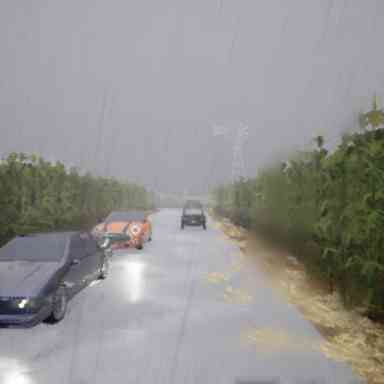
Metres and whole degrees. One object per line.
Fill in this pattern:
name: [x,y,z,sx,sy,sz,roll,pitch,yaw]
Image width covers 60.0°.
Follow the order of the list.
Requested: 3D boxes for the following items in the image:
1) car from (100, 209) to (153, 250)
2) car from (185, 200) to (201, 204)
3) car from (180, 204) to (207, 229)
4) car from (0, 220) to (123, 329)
car: [-3.093,1.598,15.468,2.097,1.767,4.553,0,-2,0]
car: [0.117,1.911,38.227,2.150,2.045,5.566,0,0,0]
car: [0.116,1.976,25.791,1.882,1.535,5.008,0,-1,0]
car: [-3.194,1.598,7.473,2.033,1.411,5.357,0,-1,0]
